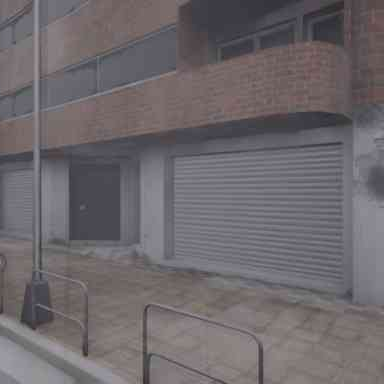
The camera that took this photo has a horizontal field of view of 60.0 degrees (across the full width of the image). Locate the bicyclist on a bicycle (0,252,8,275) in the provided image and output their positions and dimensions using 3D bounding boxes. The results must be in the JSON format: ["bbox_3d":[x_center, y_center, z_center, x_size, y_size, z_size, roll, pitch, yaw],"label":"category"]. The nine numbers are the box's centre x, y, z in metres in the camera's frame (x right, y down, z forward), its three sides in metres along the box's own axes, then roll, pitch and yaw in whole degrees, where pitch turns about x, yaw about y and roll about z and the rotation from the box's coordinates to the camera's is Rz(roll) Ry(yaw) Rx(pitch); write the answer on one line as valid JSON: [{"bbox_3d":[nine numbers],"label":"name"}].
[{"bbox_3d":[-5.214,1.338,7.932,0.582,1.620,1.656,1,-4,37],"label":"bicyclist on a bicycle"}]
